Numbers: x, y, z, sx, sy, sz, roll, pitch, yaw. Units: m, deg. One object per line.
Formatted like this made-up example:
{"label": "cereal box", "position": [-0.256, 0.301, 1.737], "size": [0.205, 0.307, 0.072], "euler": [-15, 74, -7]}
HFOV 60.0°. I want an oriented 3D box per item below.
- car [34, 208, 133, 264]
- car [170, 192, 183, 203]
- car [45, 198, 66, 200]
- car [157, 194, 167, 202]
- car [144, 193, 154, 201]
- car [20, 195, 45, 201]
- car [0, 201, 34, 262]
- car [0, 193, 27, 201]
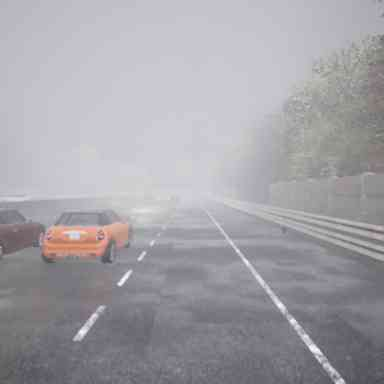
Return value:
{"label": "car", "position": [-3.505, 1.353, 12.030], "size": [2.097, 1.767, 4.553], "euler": [0, 0, 0]}
{"label": "car", "position": [-3.519, 1.370, 71.536], "size": [2.097, 1.767, 4.553], "euler": [0, 0, 0]}
{"label": "car", "position": [-21.037, 1.607, 52.836], "size": [1.895, 1.301, 4.718], "euler": [0, 0, 1]}
{"label": "car", "position": [-7.021, 1.494, 77.460], "size": [1.882, 1.535, 5.008], "euler": [0, 0, 0]}
{"label": "car", "position": [-10.522, 1.241, 81.427], "size": [2.150, 2.045, 5.566], "euler": [0, 0, 0]}
{"label": "car", "position": [-24.528, 1.553, 52.800], "size": [2.033, 1.411, 5.357], "euler": [0, 0, 0]}
{"label": "car", "position": [-7.002, 1.352, 11.869], "size": [2.097, 1.767, 4.553], "euler": [0, 0, 0]}
{"label": "car", "position": [-28.028, 1.236, 52.668], "size": [2.150, 2.045, 5.566], "euler": [0, 0, 0]}
